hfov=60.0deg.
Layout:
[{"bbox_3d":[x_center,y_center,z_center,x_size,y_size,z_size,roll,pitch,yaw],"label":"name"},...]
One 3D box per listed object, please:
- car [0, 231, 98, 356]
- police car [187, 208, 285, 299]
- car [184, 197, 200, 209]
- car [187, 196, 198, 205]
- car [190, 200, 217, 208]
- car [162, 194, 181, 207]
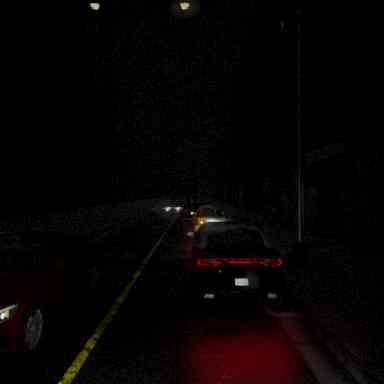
[{"bbox_3d":[-3.098,1.528,6.195,1.812,1.442,4.674,0,0,0],"label":"car"},{"bbox_3d":[0.903,1.430,8.619,1.930,1.638,5.238,0,0,0],"label":"police car"},{"bbox_3d":[0.030,1.414,46.599,2.097,1.767,4.553,0,0,0],"label":"car"},{"bbox_3d":[0.018,1.574,60.343,1.882,1.535,5.008,0,0,0],"label":"car"},{"bbox_3d":[0.905,1.469,18.701,1.801,1.575,5.366,0,0,0],"label":"car"},{"bbox_3d":[-2.984,1.297,52.757,2.150,2.045,5.566,0,0,0],"label":"car"}]
